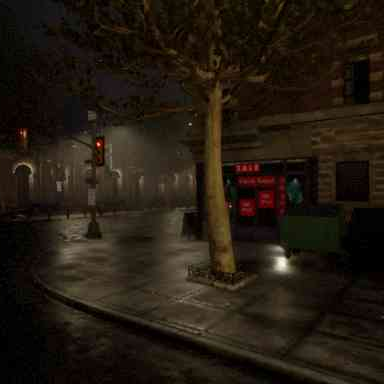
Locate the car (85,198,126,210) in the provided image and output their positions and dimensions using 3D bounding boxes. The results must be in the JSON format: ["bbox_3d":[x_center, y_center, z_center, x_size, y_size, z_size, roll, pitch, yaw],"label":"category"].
[{"bbox_3d":[-10.491,1.492,41.972,2.128,1.511,4.902,0,0,36],"label":"car"}]

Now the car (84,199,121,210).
[{"bbox_3d":[-12.108,1.595,45.105,1.895,1.301,4.718,0,0,36],"label":"car"}]

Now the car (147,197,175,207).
[{"bbox_3d":[-4.601,1.478,50.062,1.882,1.535,5.008,0,0,36],"label":"car"}]

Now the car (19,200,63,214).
[{"bbox_3d":[-15.696,1.564,34.808,1.994,1.385,4.181,0,0,36],"label":"car"}]
